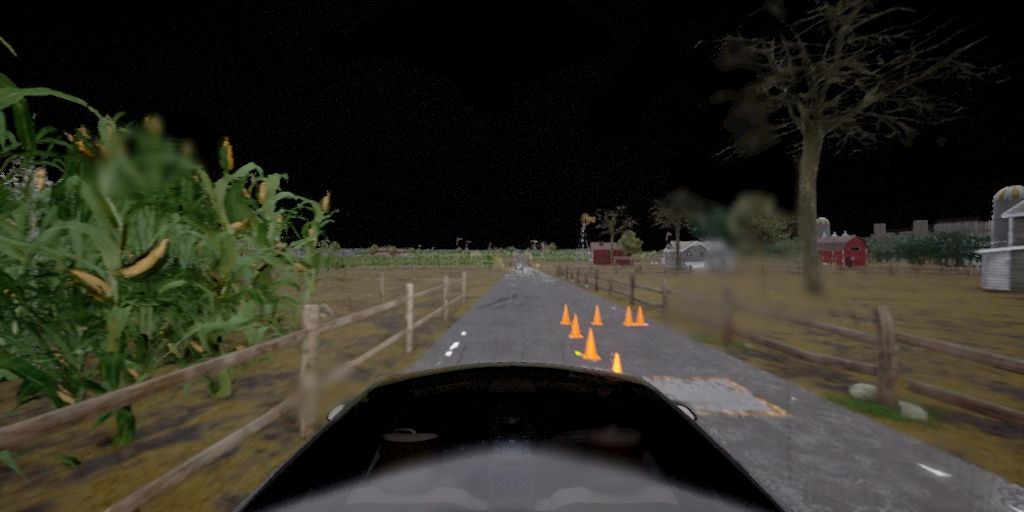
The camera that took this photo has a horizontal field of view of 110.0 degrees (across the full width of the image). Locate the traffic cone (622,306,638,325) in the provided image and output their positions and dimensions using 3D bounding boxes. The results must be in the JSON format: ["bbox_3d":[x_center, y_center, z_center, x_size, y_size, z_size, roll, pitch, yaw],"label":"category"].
[{"bbox_3d":[3.708,1.876,11.397,0.340,0.580,0.340,0,0,1],"label":"traffic cone"}]

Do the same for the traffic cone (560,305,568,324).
[{"bbox_3d":[1.710,1.846,11.437,0.340,0.580,0.340,0,0,1],"label":"traffic cone"}]

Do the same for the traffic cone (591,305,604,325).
[{"bbox_3d":[2.710,1.861,11.417,0.340,0.580,0.340,0,0,1],"label":"traffic cone"}]

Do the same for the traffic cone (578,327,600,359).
[{"bbox_3d":[1.629,1.798,7.438,0.340,0.580,0.340,0,0,1],"label":"traffic cone"}]

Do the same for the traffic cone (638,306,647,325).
[{"bbox_3d":[4.065,1.881,11.403,0.340,0.580,0.340,0,0,-2],"label":"traffic cone"}]

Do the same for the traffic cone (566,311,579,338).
[{"bbox_3d":[1.670,1.822,9.438,0.340,0.580,0.340,0,0,1],"label":"traffic cone"}]

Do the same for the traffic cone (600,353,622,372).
[{"bbox_3d":[1.588,1.774,5.439,0.340,0.580,0.340,0,0,1],"label":"traffic cone"}]
